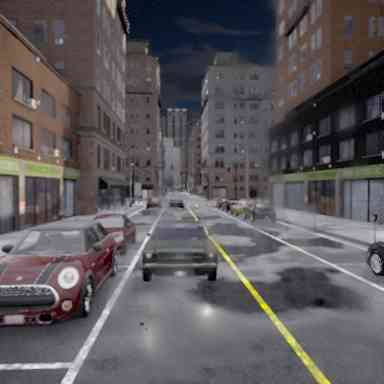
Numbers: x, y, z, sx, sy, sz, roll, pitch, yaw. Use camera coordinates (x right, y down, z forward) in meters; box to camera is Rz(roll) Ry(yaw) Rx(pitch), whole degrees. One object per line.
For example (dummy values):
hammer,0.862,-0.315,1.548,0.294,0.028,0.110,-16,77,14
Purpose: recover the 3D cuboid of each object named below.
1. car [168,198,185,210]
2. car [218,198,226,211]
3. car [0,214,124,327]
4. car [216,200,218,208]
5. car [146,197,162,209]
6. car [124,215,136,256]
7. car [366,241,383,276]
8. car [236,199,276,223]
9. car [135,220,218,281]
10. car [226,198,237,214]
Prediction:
car,-1.855,1.373,39.664,1.895,1.301,4.718,0,0,-3
car,4.249,1.378,35.372,1.947,1.339,4.313,-1,0,-3
car,-2.803,1.396,7.027,1.967,1.590,4.097,-1,0,-3
car,3.954,1.360,40.950,1.802,1.307,4.206,-1,0,-3
car,-4.579,1.306,40.495,1.887,1.381,4.507,0,0,-3
car,-3.098,1.507,12.606,1.802,1.307,4.206,-1,0,-3
car,5.724,1.523,7.481,2.008,1.369,4.403,-1,0,-3
car,4.839,1.429,24.215,2.008,1.369,4.403,-1,0,-3
car,-0.372,1.547,9.822,1.895,1.301,4.718,0,0,-3
car,4.535,1.369,29.963,1.752,1.417,4.829,-1,0,-3
